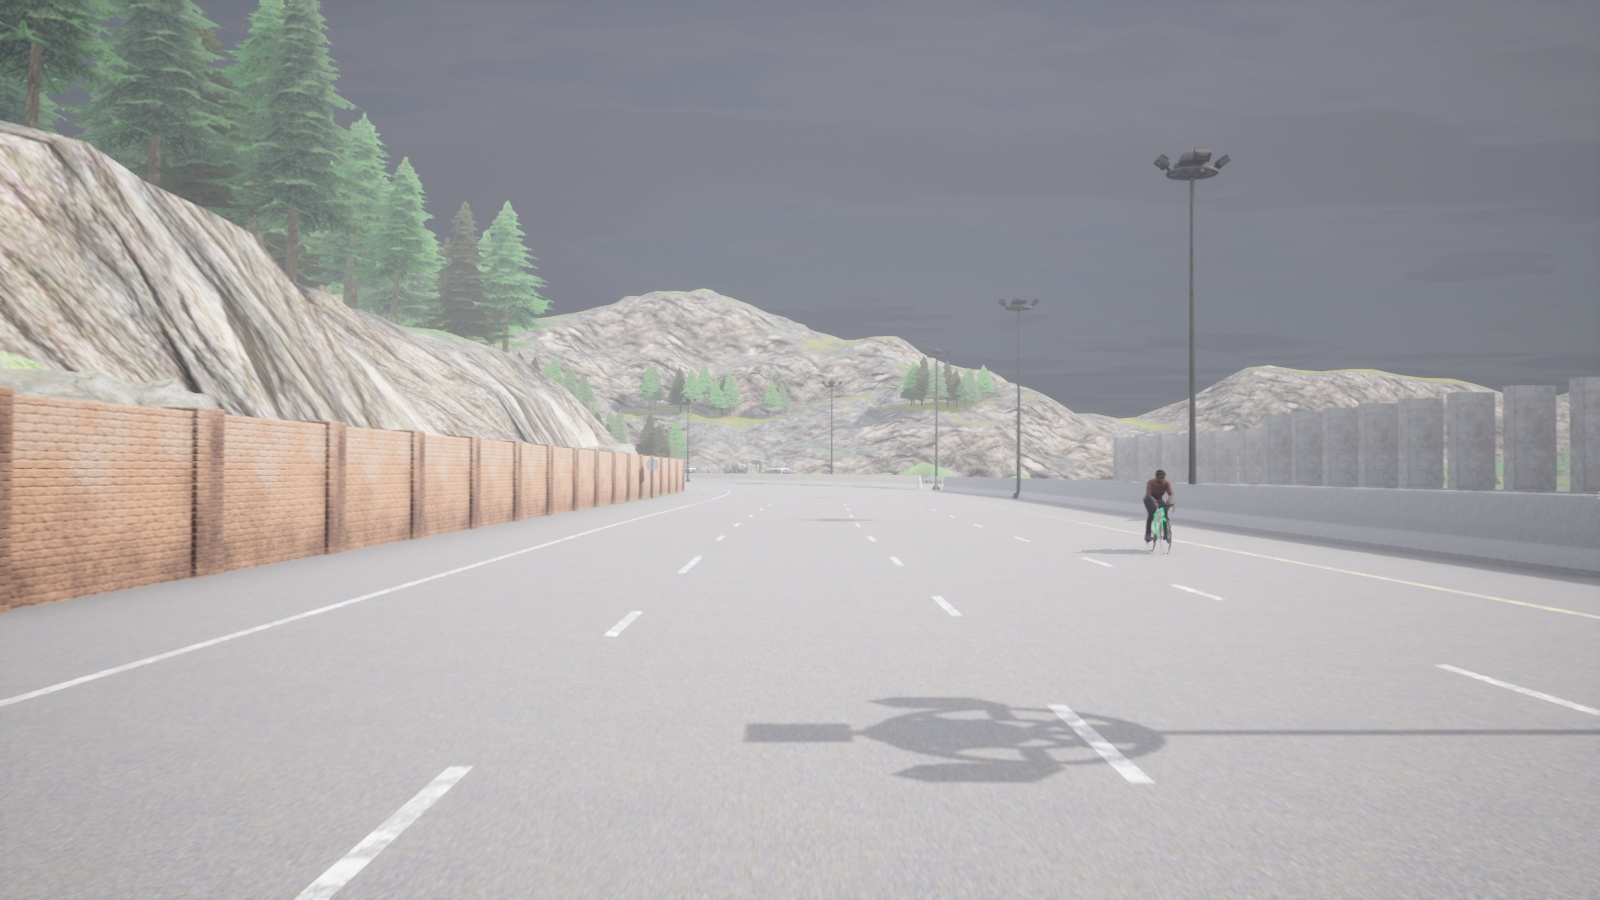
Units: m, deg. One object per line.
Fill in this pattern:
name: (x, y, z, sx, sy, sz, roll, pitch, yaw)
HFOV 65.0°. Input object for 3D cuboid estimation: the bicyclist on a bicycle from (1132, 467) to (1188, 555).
bicyclist on a bicycle: (6.937, 1.146, 24.254, 0.582, 1.620, 1.656, 0, -1, 0)
